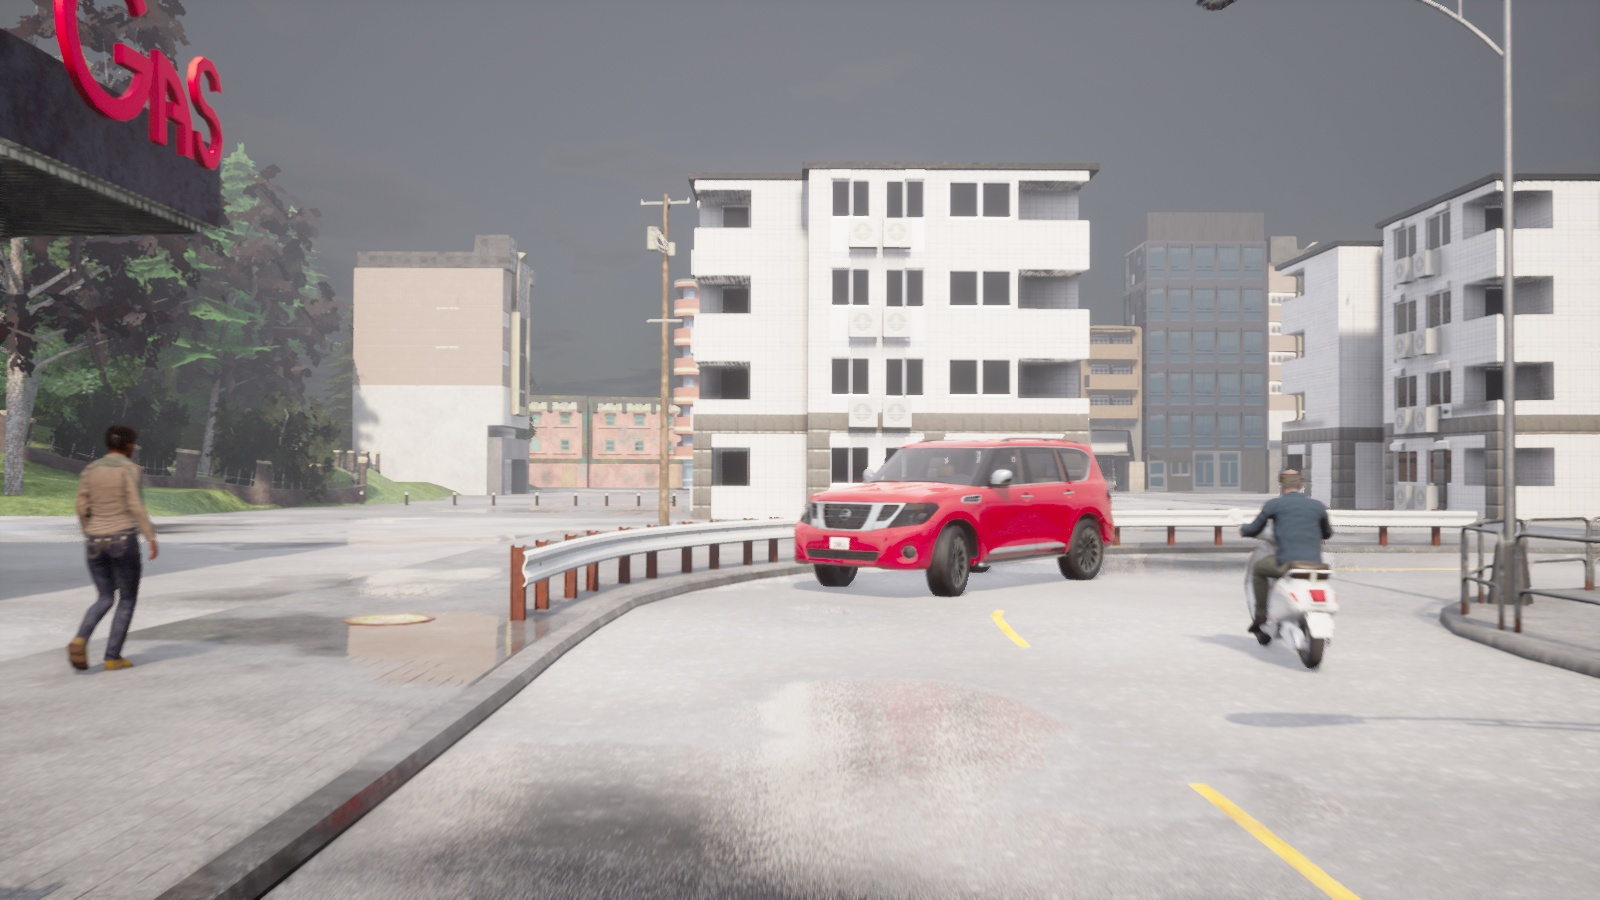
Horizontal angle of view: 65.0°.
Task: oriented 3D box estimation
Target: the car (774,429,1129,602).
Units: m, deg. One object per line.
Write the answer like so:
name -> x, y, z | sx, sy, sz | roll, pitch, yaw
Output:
car -> 2.318, 0.821, 17.630 | 2.150, 2.045, 5.566 | -1, -1, 42

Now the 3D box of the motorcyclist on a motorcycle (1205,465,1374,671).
motorcyclist on a motorcycle -> 4.113, 0.931, 10.713 | 0.866, 1.590, 1.817 | 1, -1, 5

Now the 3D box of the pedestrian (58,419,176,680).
pedestrian -> -4.949, 0.697, 9.141 | 0.328, 1.805, 0.869 | 0, -1, 4
